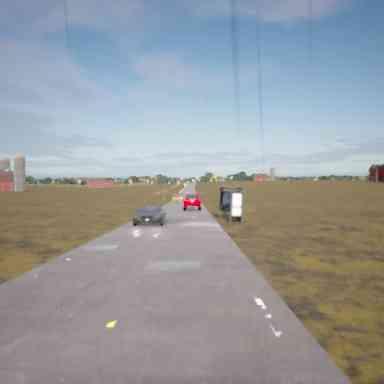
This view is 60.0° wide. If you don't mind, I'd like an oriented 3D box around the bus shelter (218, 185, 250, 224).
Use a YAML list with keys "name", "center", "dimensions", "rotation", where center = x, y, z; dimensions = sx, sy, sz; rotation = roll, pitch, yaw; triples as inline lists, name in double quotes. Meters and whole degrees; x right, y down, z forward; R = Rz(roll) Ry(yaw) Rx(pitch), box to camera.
- name: "bus shelter"
  center: [3.178, 0.870, 26.139]
  dimensions: [1.920, 2.740, 3.880]
  rotation: [2, 2, 0]

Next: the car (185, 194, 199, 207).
- name: "car"
  center: [-0.002, 1.283, 51.730]
  dimensions: [2.097, 1.767, 4.553]
  rotation: [0, 0, 0]

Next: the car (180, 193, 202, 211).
- name: "car"
  center: [0.048, 1.188, 41.161]
  dimensions: [2.150, 2.045, 5.566]
  rotation: [0, 0, 1]

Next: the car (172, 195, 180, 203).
- name: "car"
  center: [-2.773, 1.339, 64.315]
  dimensions: [1.882, 1.535, 5.008]
  rotation: [0, 0, 1]

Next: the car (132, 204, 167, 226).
- name: "car"
  center: [-2.848, 1.558, 22.999]
  dimensions: [1.994, 1.385, 4.181]
  rotation: [0, 0, 0]
